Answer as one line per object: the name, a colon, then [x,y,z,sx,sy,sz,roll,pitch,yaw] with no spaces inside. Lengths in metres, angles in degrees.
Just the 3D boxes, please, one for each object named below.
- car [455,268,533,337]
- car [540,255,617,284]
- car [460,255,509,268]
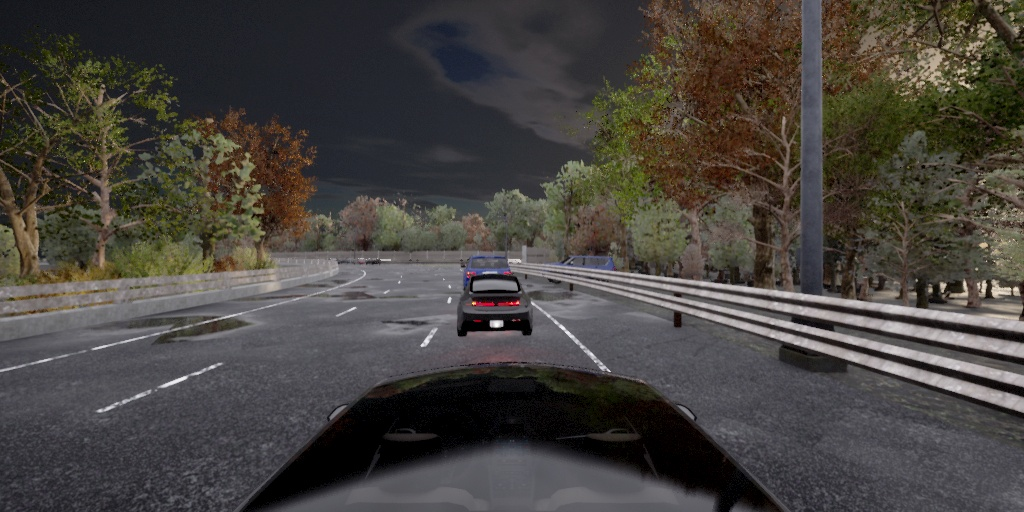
car: [-0.555,1.251,10.339,1.837,1.490,4.892,0,0,-5]
car: [4.822,0.957,26.116,5.566,2.045,2.150,3,2,-6]
car: [-1.325,0.964,17.813,2.150,2.045,5.566,0,0,-9]
